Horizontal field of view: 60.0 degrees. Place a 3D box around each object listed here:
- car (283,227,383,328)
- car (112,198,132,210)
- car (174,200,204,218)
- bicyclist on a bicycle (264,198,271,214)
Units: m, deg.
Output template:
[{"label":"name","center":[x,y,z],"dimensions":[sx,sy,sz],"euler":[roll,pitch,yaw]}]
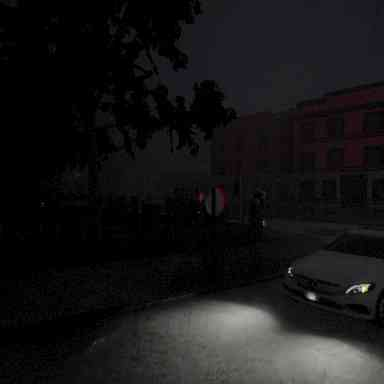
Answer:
[{"label":"car","center":[3.975,1.526,7.080],"dimensions":[4.674,1.442,1.812],"euler":[0,0,-35]},{"label":"car","center":[-8.540,1.478,40.079],"dimensions":[1.882,1.535,5.008],"euler":[0,0,-35]},{"label":"car","center":[-0.279,1.505,28.473],"dimensions":[1.837,1.490,4.892],"euler":[0,0,-35]},{"label":"bicyclist on a bicycle","center":[7.151,1.348,32.517],"dimensions":[1.656,1.620,0.582],"euler":[0,0,-35]}]
